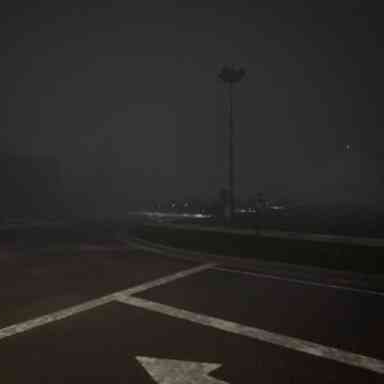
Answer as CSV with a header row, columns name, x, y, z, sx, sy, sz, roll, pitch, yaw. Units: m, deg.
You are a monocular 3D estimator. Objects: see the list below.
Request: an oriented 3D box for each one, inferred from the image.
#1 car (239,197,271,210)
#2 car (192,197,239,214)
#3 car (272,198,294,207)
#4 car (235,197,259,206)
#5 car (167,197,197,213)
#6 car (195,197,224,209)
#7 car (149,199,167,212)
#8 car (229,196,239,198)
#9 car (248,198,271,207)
name,x,y,z,sx,sy,sz,roll,pitch,yaw
car,8.363,1.541,43.783,1.837,1.490,4.892,0,0,35
car,2.634,1.583,35.585,2.033,1.411,5.357,0,0,35
car,14.446,1.584,52.474,2.033,1.411,5.357,0,0,35
car,9.558,1.597,57.646,2.033,1.411,5.357,0,0,35
car,-0.299,1.394,37.497,2.097,1.767,4.553,0,0,35
car,2.586,1.554,47.733,1.837,1.490,4.892,0,0,35
car,-3.148,1.574,39.496,1.812,1.442,4.674,0,0,34
car,5.173,1.394,45.327,2.097,1.767,4.553,0,0,35
car,10.883,1.644,53.471,1.895,1.301,4.718,0,0,35
